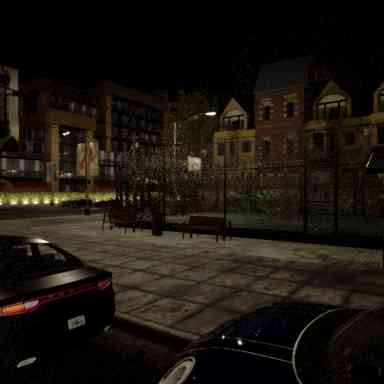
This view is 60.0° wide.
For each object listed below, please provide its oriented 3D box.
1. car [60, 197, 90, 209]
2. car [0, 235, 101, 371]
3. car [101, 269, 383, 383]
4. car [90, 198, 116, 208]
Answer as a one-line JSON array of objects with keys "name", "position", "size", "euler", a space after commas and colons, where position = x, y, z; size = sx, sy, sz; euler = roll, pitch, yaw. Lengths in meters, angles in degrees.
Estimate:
[{"name": "car", "position": [-16.217, 1.491, 46.939], "size": [2.128, 1.511, 4.902], "euler": [0, 0, 35]}, {"name": "car", "position": [-3.469, 1.480, 5.582], "size": [5.008, 1.535, 2.097], "euler": [0, 0, 35]}, {"name": "car", "position": [1.858, 1.354, 1.986], "size": [4.553, 1.767, 2.185], "euler": [0, 0, 35]}, {"name": "car", "position": [-11.792, 1.564, 47.169], "size": [1.994, 1.385, 4.181], "euler": [0, 0, 35]}]
